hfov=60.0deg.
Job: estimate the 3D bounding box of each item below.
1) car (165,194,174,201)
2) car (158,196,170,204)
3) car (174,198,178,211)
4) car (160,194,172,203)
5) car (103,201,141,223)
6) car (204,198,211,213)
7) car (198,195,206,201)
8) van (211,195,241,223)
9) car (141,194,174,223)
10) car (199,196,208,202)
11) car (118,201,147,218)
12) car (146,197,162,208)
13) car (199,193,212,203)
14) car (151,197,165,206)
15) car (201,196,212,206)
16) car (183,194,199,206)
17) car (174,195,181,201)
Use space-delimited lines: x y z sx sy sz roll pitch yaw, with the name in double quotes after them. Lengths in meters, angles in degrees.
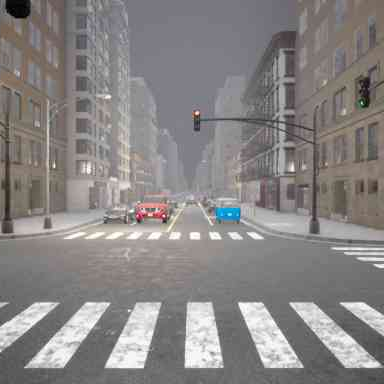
-5.421 1.409 81.775 1.967 1.590 4.097 0 0 0 "car"
-5.414 1.548 64.730 1.947 1.339 4.313 0 0 0 "car"
-2.866 1.599 35.454 1.895 1.301 4.718 0 0 0 "car"
-5.416 1.293 70.411 2.192 1.841 5.009 0 0 0 "car"
-5.399 1.549 24.957 2.008 1.369 4.403 0 0 0 "car"
2.622 1.580 36.331 1.802 1.307 4.206 0 0 0 "car"
2.602 1.531 87.463 1.947 1.339 4.313 0 0 0 "car"
2.626 1.340 24.969 1.690 1.788 3.998 0 0 0 "van"
-2.858 1.220 25.637 2.150 2.045 5.566 0 0 0 "car"
2.607 1.524 76.100 2.008 1.369 4.403 0 0 0 "car"
-5.401 1.543 30.638 1.887 1.381 4.507 0 0 0 "car"
-5.407 1.520 47.515 1.752 1.417 4.829 0 0 0 "car"
2.616 1.305 53.375 2.192 1.841 5.009 0 0 0 "car"
-5.409 1.556 53.367 1.947 1.339 4.313 0 0 0 "car"
2.618 1.576 47.694 1.802 1.307 4.206 0 0 0 "car"
-0.023 1.537 54.681 2.033 1.411 5.357 0 0 0 "car"
-2.854 1.499 45.513 1.837 1.490 4.892 0 0 0 "car"
